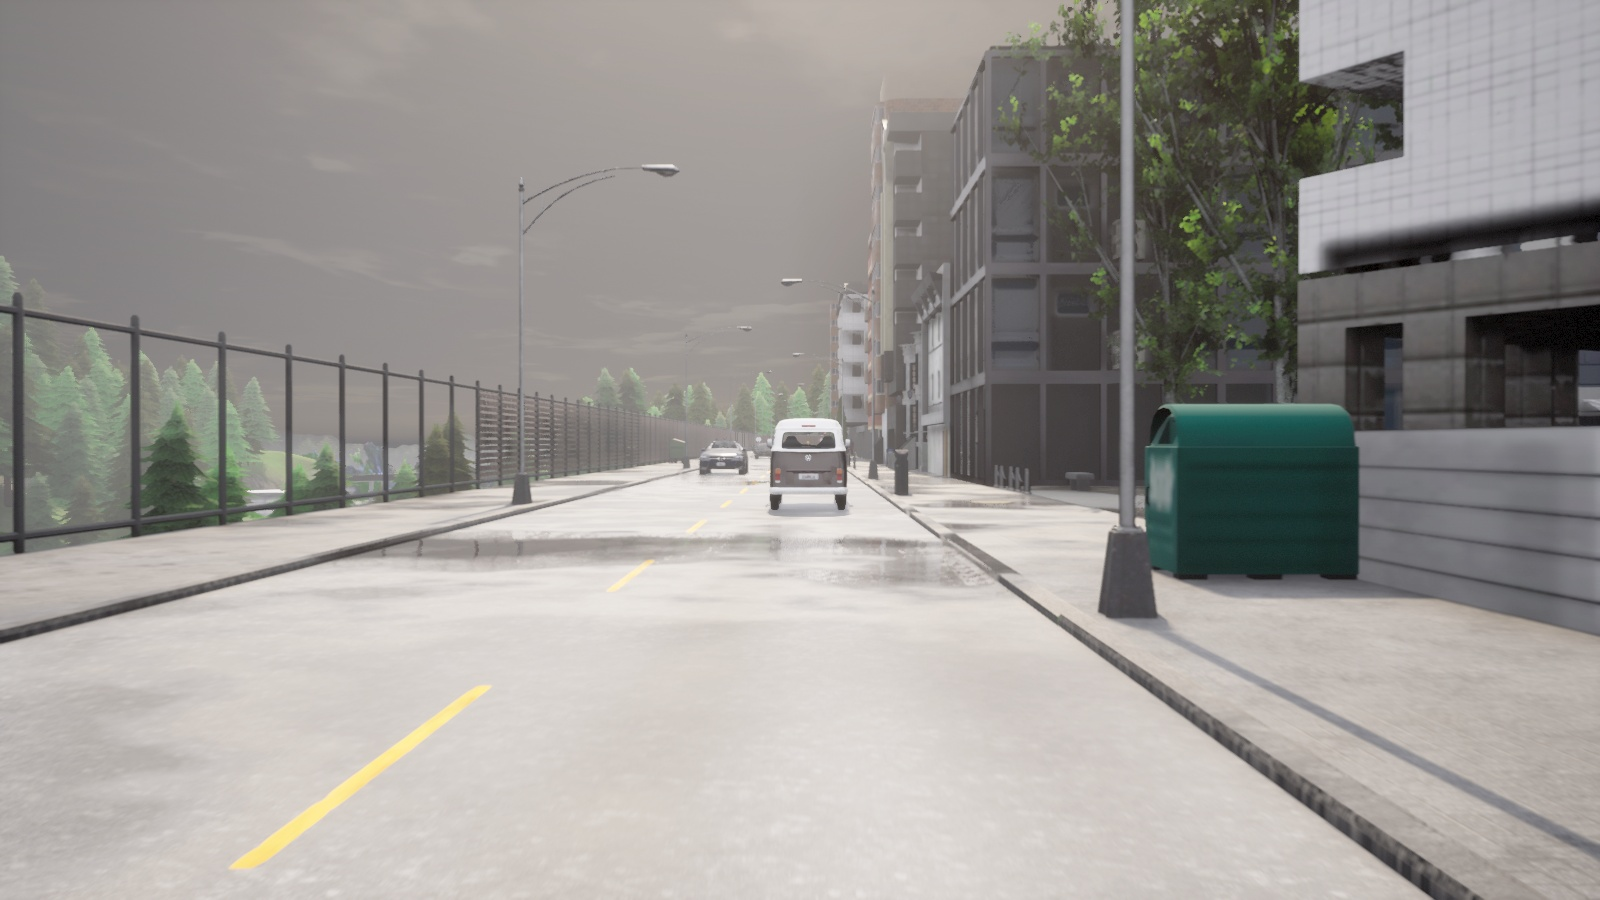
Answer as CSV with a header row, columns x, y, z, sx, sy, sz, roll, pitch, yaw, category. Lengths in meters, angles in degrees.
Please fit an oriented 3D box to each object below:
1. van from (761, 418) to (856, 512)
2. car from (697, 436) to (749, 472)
x,y,z,sx,sy,sz,roll,pitch,yaw,category
0.197,0.304,29.443,2.069,2.038,4.480,0,0,0,van
-3.613,0.185,59.840,2.152,1.651,5.027,0,0,0,car
